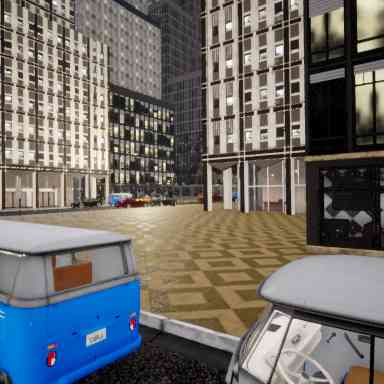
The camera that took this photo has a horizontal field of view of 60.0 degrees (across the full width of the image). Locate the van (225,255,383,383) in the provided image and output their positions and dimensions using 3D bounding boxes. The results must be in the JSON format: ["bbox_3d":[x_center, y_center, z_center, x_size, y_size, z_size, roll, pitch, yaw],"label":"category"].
[{"bbox_3d":[1.995,1.341,1.464,3.998,1.788,1.690,0,-1,36],"label":"van"}]

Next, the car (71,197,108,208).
[{"bbox_3d":[-13.816,1.404,43.776,1.947,1.339,4.313,0,0,36],"label":"car"}]

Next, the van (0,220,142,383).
[{"bbox_3d":[-2.545,1.342,4.703,3.998,1.788,1.690,0,-1,36],"label":"van"}]

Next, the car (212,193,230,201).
[{"bbox_3d":[6.177,1.017,71.079,1.967,1.590,4.097,0,0,36],"label":"car"}]

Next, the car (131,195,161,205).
[{"bbox_3d":[-7.253,1.279,52.739,1.752,1.417,4.829,0,0,36],"label":"car"}]

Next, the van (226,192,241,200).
[{"bbox_3d":[9.508,0.873,75.630,1.690,1.788,3.998,0,0,36],"label":"van"}]

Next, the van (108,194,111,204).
[{"bbox_3d":[-10.486,1.136,48.325,1.690,1.788,3.998,0,0,36],"label":"van"}]

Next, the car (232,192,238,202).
[{"bbox_3d":[6.292,1.101,57.053,2.008,1.369,4.403,0,0,36],"label":"car"}]

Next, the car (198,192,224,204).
[{"bbox_3d":[2.959,0.909,52.504,2.192,1.841,5.009,0,0,36],"label":"car"}]

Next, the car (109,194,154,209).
[{"bbox_3d":[-7.031,1.268,38.858,1.887,1.381,4.507,0,0,36],"label":"car"}]

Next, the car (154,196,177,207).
[{"bbox_3d":[-3.701,1.231,43.407,2.008,1.369,4.403,0,0,36],"label":"car"}]
